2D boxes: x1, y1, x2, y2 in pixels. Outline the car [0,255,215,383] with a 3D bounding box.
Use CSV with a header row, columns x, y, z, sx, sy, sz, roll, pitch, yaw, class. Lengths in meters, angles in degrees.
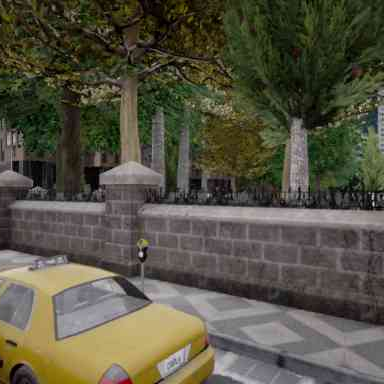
x,y,z,sx,sy,sz,roll,pitch,yaw,class
-2.042,1.525,4.413,4.829,1.417,1.752,0,0,35,car
